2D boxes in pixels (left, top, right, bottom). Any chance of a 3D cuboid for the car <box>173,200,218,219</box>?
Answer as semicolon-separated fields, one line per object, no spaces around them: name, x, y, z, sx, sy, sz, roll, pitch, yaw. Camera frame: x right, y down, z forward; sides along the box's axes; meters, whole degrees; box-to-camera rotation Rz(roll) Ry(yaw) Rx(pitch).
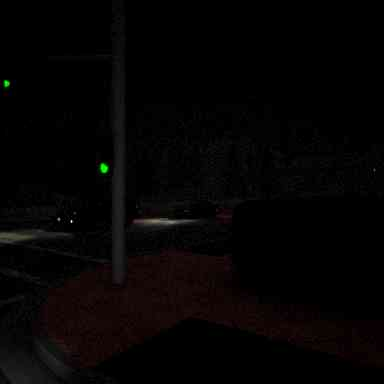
car;0.386;1.478;29.401;1.882;1.535;5.008;0;0;39

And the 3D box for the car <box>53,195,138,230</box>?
car;-5.979;1.221;21.385;2.150;2.045;5.566;0;0;38
